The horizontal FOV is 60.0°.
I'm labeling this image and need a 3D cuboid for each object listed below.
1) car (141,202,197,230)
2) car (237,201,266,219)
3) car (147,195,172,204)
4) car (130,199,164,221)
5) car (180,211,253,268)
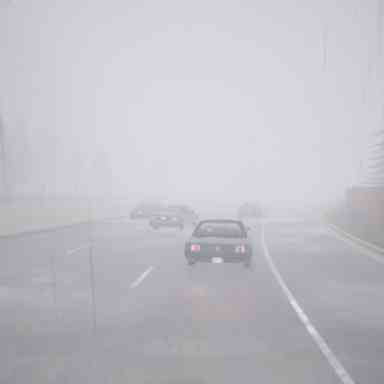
[{"bbox_3d":[-0.936,1.438,20.004,2.033,1.411,5.357,0,0,13],"label":"car"},{"bbox_3d":[5.063,1.448,27.923,1.994,1.385,4.181,0,0,19],"label":"car"},{"bbox_3d":[-5.396,1.244,55.333,1.994,1.385,4.181,0,0,31],"label":"car"},{"bbox_3d":[-3.068,1.414,25.336,1.994,1.385,4.181,0,0,16],"label":"car"},{"bbox_3d":[0.996,1.548,11.181,1.895,1.301,4.718,0,0,8],"label":"car"}]
